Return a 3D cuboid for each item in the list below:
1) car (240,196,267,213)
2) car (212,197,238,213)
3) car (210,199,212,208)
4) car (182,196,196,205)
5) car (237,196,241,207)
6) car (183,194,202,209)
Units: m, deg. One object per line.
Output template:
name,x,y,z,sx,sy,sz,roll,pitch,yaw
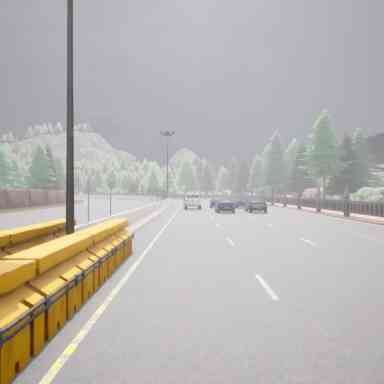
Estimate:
car,7.078,1.489,37.043,2.128,1.511,4.902,0,0,0
car,3.610,1.475,37.004,1.882,1.535,5.008,0,0,0
car,3.530,1.475,47.477,1.882,1.535,5.008,0,0,0
car,-0.521,1.488,58.734,2.128,1.511,4.902,0,0,-5
car,7.021,1.349,46.943,2.097,1.767,4.553,0,0,0
car,0.103,1.219,44.315,2.150,2.045,5.566,0,0,0
